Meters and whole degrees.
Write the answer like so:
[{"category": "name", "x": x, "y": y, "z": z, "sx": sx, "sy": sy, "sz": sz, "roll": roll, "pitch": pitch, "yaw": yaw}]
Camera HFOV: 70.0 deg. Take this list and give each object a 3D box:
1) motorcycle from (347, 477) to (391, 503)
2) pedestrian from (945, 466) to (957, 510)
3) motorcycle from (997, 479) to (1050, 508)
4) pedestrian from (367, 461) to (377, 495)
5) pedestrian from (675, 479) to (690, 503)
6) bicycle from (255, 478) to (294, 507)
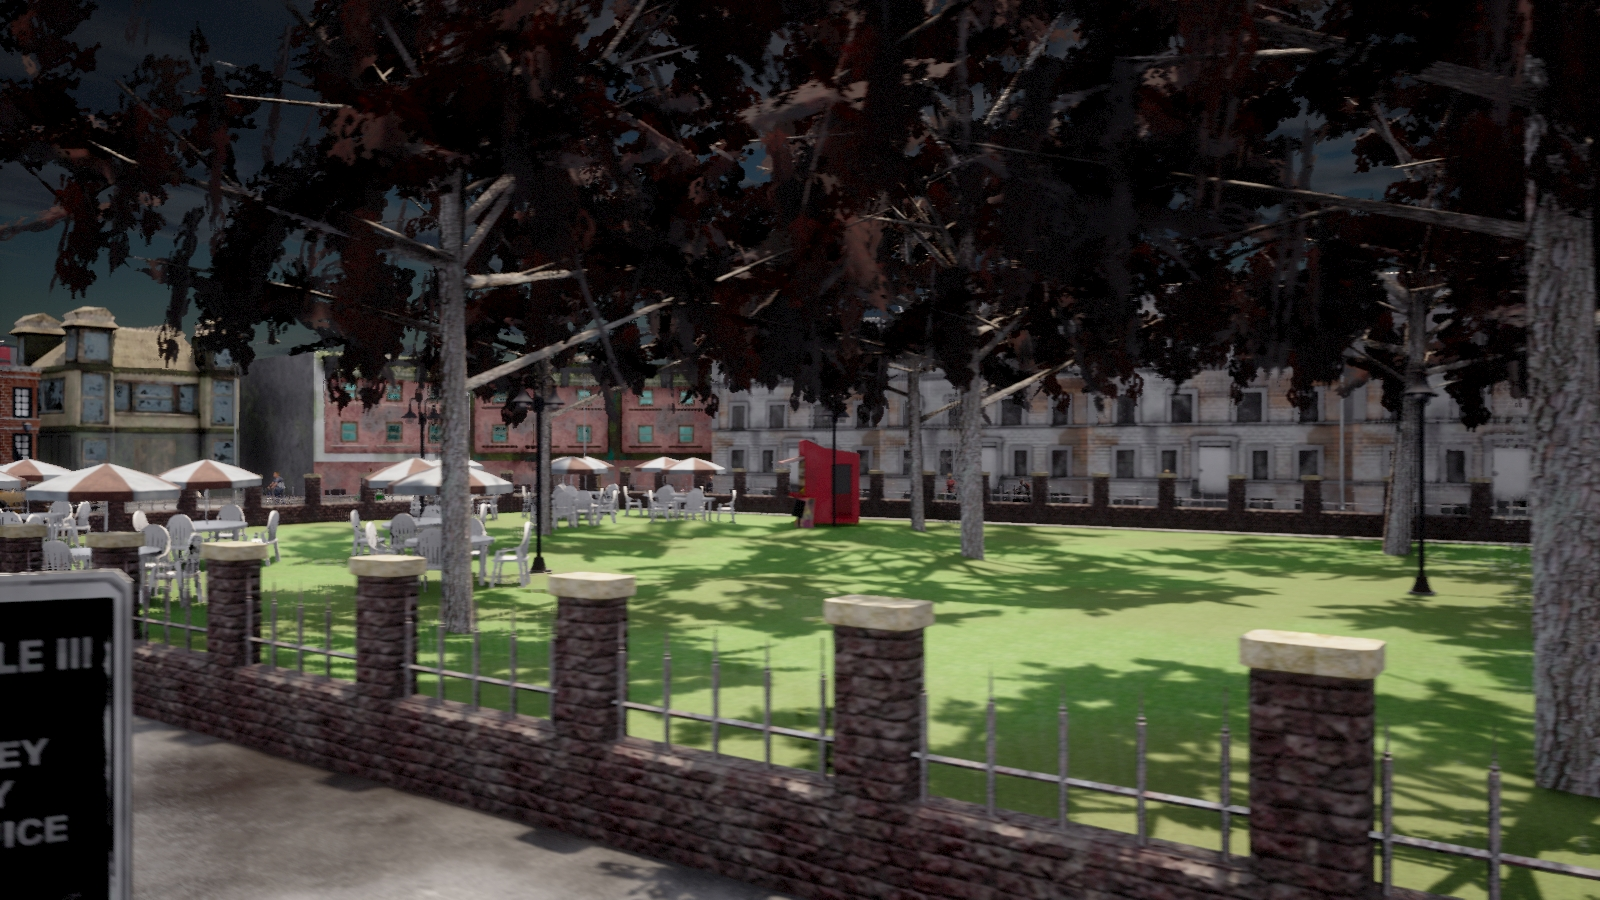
[{"category": "motorcycle", "x": -21.163, "y": 1.956, "z": 56.117, "sx": 0.856, "sy": 1.236, "sz": 1.805, "roll": 0, "pitch": 0, "yaw": 36}, {"category": "pedestrian", "x": 6.446, "y": 1.626, "z": 48.737, "sx": 0.375, "sy": 1.860, "sz": 0.375, "roll": 0, "pitch": 0, "yaw": 33}, {"category": "motorcycle", "x": 10.266, "y": 1.982, "z": 52.461, "sx": 2.209, "sy": 1.251, "sz": 0.867, "roll": 0, "pitch": 0, "yaw": 35}, {"category": "pedestrian", "x": -23.479, "y": 1.520, "z": 62.718, "sx": 0.375, "sy": 1.860, "sz": 0.375, "roll": 0, "pitch": 0, "yaw": -44}, {"category": "pedestrian", "x": -5.435, "y": 1.899, "z": 53.009, "sx": 0.500, "sy": 1.100, "sz": 0.500, "roll": 0, "pitch": 0, "yaw": 33}, {"category": "bicycle", "x": -23.982, "y": 1.930, "z": 52.126, "sx": 0.373, "sy": 1.296, "sz": 1.643, "roll": 0, "pitch": 0, "yaw": 35}]
